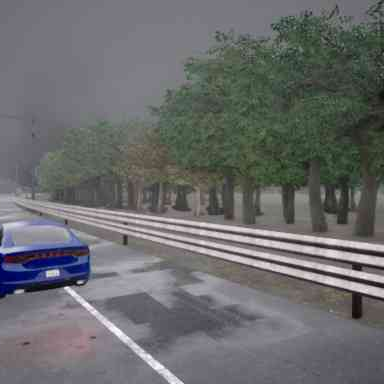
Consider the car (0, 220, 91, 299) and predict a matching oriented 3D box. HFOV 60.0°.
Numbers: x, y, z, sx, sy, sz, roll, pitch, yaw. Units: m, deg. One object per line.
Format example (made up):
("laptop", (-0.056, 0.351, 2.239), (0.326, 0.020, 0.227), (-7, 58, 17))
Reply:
("car", (-4.204, 1.476, 8.671), (1.882, 1.535, 5.008), (0, 0, -35))
